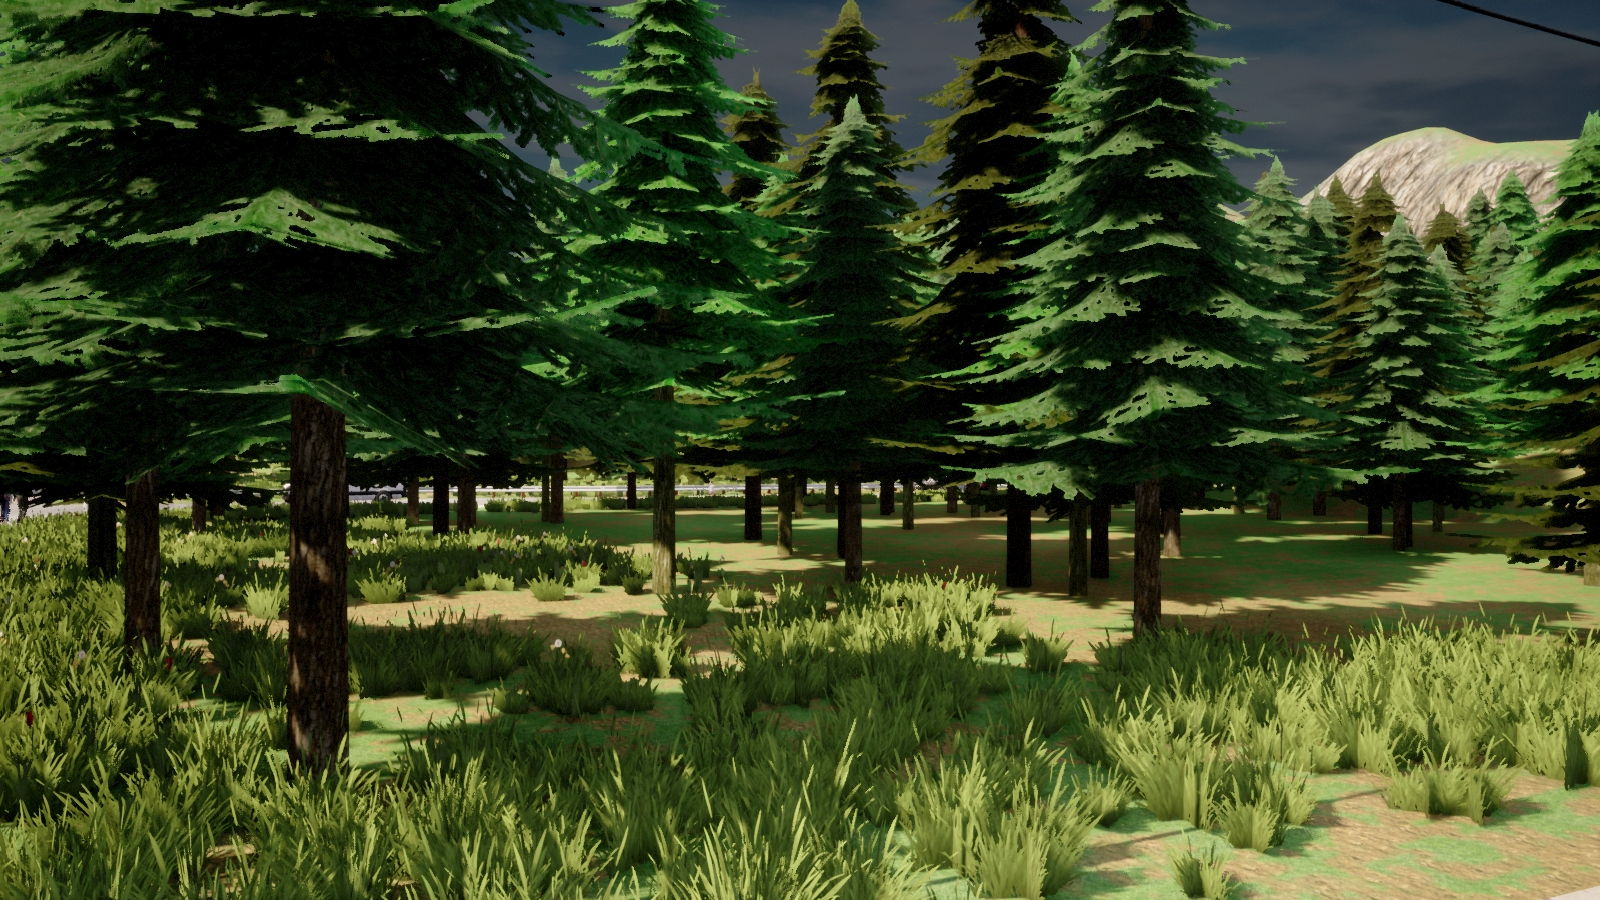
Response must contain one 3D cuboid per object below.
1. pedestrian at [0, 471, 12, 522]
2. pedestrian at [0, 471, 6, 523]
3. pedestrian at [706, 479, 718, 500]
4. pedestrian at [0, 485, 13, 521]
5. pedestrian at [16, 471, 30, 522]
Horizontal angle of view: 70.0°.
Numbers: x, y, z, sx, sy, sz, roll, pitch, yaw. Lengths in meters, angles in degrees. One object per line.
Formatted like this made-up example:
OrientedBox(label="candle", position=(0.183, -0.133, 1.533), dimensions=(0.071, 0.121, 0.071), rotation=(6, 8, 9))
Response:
OrientedBox(label="pedestrian", position=(-29.236, 1.694, 41.984), dimensions=(0.375, 1.860, 0.375), rotation=(0, 0, -24))
OrientedBox(label="pedestrian", position=(-28.794, 1.695, 41.065), dimensions=(0.375, 1.860, 0.375), rotation=(0, 0, -26))
OrientedBox(label="pedestrian", position=(-4.553, 2.050, 59.165), dimensions=(0.500, 1.100, 0.500), rotation=(0, 0, -27))
OrientedBox(label="pedestrian", position=(-29.676, 1.976, 42.688), dimensions=(0.375, 1.300, 0.375), rotation=(0, 0, -22))
OrientedBox(label="pedestrian", position=(-28.346, 1.694, 41.676), dimensions=(0.375, 1.860, 0.375), rotation=(0, 0, -22))
